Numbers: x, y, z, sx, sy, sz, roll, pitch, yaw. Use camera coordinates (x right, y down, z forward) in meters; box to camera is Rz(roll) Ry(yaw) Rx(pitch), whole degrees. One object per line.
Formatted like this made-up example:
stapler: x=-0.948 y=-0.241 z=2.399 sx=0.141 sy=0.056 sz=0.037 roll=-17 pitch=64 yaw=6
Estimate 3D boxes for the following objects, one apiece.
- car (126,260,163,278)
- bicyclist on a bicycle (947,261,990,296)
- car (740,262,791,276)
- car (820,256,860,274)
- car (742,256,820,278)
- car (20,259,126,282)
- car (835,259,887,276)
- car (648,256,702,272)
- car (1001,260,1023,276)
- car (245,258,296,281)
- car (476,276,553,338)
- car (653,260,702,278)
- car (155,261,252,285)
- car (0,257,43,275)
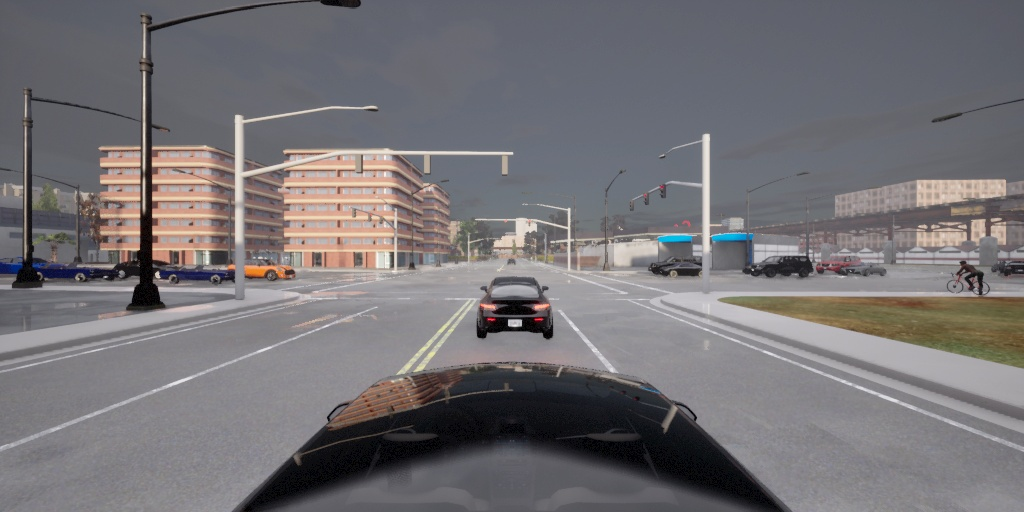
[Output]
car: x=-28.243 y=1.021 z=28.122 sx=4.892 sy=1.490 sz=1.837 roll=1 pitch=0 yaw=1
bicyclist on a bicycle: x=21.908 y=1.051 z=17.256 sx=0.582 sy=1.620 sz=1.656 roll=0 pitch=0 yaw=0
car: x=26.583 y=1.314 z=37.696 sx=4.181 sy=1.385 sz=1.994 roll=0 pitch=0 yaw=-8
car: x=36.621 y=0.971 z=40.073 sx=5.566 sy=2.045 sz=2.150 roll=0 pitch=0 yaw=-22
car: x=25.449 y=0.971 z=34.037 sx=5.566 sy=2.045 sz=2.150 roll=0 pitch=0 yaw=-5
car: x=-30.080 y=1.088 z=24.654 sx=4.718 sy=1.301 sz=1.895 roll=1 pitch=0 yaw=1
car: x=35.243 y=1.314 z=35.978 sx=4.181 sy=1.385 sz=1.994 roll=0 pitch=0 yaw=-18
car: x=17.183 y=0.971 z=37.340 sx=5.566 sy=2.045 sz=2.150 roll=0 pitch=0 yaw=1
car: x=50.501 y=1.228 z=35.516 sx=5.008 sy=1.535 sz=1.882 roll=0 pitch=0 yaw=-33
car: x=-19.466 y=0.986 z=27.959 sx=4.553 sy=1.767 sz=2.097 roll=1 pitch=0 yaw=1
car: x=0.073 y=1.276 z=10.015 sx=1.812 sy=1.442 sz=4.674 roll=0 pitch=0 yaw=0
car: x=16.096 y=1.314 z=33.906 sx=4.181 sy=1.385 sz=1.994 roll=0 pitch=0 yaw=0
car: x=-20.965 y=1.220 z=24.490 sx=4.718 sy=1.301 sz=1.895 roll=1 pitch=0 yaw=2
car: x=-38.176 y=0.821 z=28.310 sx=5.008 sy=1.535 sz=1.882 roll=1 pitch=0 yaw=1
